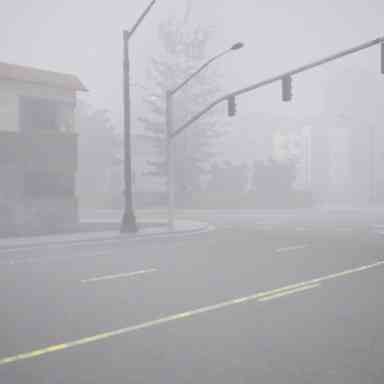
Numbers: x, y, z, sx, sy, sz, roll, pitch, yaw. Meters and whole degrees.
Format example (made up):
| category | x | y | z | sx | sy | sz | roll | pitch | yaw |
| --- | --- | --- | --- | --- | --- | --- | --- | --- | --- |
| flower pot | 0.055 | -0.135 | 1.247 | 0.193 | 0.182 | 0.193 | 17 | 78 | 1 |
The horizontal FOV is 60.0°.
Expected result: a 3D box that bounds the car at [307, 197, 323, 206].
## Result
| category | x | y | z | sx | sy | sz | roll | pitch | yaw |
| --- | --- | --- | --- | --- | --- | --- | --- | --- | --- |
| car | 14.953 | 1.154 | 44.283 | 1.895 | 1.301 | 4.718 | -1 | 1 | -35 |
